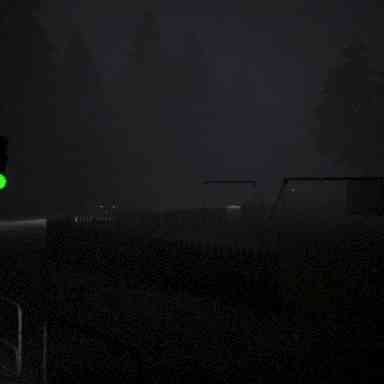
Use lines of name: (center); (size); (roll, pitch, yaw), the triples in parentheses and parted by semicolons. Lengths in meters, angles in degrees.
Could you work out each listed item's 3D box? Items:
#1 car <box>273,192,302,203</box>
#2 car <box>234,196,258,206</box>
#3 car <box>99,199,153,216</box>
car: (13.766, 0.967, 47.706); (2.150, 2.045, 5.566); (1, 1, 42)
car: (7.568, 1.242, 46.551); (1.994, 1.385, 4.181); (1, 1, 36)
car: (-5.538, 1.276, 28.328); (1.895, 1.301, 4.718); (1, 1, 36)
